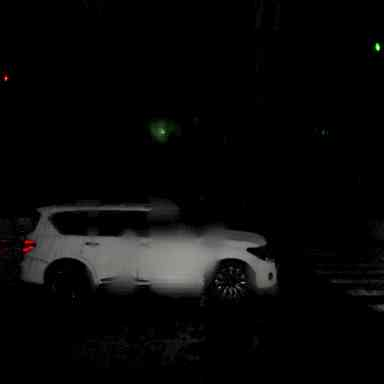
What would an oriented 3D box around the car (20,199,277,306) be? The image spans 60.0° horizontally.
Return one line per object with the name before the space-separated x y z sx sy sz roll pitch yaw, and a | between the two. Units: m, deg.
car | -0.953 1.285 7.695 5.566 2.045 2.150 0 -1 1
